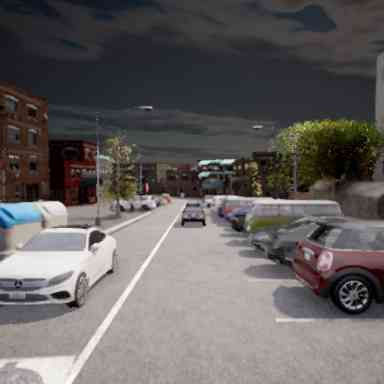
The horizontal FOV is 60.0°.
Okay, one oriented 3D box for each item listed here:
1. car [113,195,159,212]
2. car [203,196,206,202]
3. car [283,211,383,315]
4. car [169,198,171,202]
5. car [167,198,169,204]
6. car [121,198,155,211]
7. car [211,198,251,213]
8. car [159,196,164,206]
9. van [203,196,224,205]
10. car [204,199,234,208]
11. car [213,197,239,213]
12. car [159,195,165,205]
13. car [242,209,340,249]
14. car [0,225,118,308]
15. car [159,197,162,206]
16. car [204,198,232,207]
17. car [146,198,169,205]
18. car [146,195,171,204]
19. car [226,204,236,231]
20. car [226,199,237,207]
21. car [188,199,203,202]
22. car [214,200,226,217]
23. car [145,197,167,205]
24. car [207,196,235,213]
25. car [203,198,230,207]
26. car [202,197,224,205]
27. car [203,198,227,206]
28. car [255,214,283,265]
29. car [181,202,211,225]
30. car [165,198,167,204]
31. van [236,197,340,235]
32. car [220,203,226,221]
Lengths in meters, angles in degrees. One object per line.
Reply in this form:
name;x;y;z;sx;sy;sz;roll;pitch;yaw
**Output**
car;-7.691;1.569;44.576;5.566;2.045;2.435;0;0;0
car;4.643;1.646;54.695;5.566;2.045;2.435;0;0;0
car;4.620;1.411;7.206;4.553;1.767;2.185;0;0;0
car;-7.468;1.996;68.080;5.366;1.575;1.946;0;0;0
car;-7.840;1.974;65.141;5.366;1.575;1.946;0;0;0
car;-7.630;1.716;47.388;4.553;1.767;2.185;0;0;0
car;4.697;1.666;40.726;4.553;1.767;2.185;0;0;0
car;-7.687;1.939;56.327;4.792;1.488;2.163;0;0;0
van;4.561;1.794;71.454;4.442;1.987;1.878;0;0;0
car;4.666;1.919;57.488;5.008;1.535;2.097;0;0;0
car;4.631;1.602;32.346;4.553;1.767;2.185;0;0;0
car;-7.688;1.806;59.266;4.553;1.767;2.185;0;0;0
car;4.661;1.580;12.791;4.892;1.521;2.231;0;0;0
car;-3.091;1.589;8.211;1.812;1.442;4.674;0;-1;0
car;-7.656;1.927;53.388;4.674;1.452;2.002;0;0;0
car;4.680;1.941;60.281;4.892;1.521;2.231;0;0;0
car;-7.656;2.016;73.852;5.008;1.535;2.097;0;0;0
car;-7.622;1.739;76.796;5.566;2.045;2.435;0;0;0
car;4.652;1.622;18.502;5.008;1.535;2.097;0;0;0
car;4.689;1.517;21.173;4.553;1.767;2.185;0;0;0
car;0.116;1.802;42.419;1.882;1.535;5.008;0;-1;0
car;4.690;1.736;29.554;4.792;1.488;2.163;0;0;0
car;-7.622;1.891;71.023;4.553;1.767;2.185;0;0;0
car;4.691;1.498;35.142;5.566;2.045;2.435;0;0;0
car;4.668;1.964;63.199;4.892;1.521;2.231;0;0;0
car;4.673;2.015;74.262;4.892;1.521;2.231;0;1;0
car;4.683;2.005;68.659;4.892;1.521;2.231;0;0;0
car;4.648;1.558;9.997;4.892;1.521;2.231;0;0;0
car;0.110;1.745;25.836;2.033;1.411;5.357;0;0;0
car;-7.662;1.954;62.078;4.892;1.521;2.231;0;0;0
van;4.539;1.374;15.586;4.442;1.987;1.878;0;0;0
car;4.657;1.704;23.964;4.674;1.452;2.002;0;0;0
